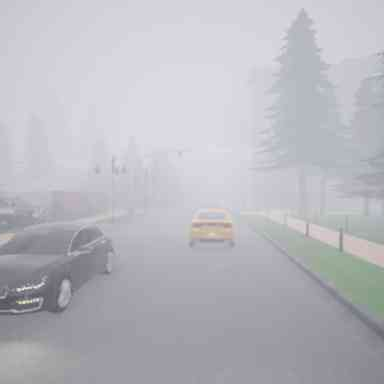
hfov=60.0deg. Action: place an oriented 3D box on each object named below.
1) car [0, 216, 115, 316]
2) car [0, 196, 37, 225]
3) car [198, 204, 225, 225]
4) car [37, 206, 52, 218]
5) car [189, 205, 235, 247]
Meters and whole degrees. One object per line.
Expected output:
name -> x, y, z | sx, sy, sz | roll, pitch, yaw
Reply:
car -> -3.226, 1.521, 7.820 | 1.837, 1.490, 4.892 | 0, 0, 3
car -> -11.454, 1.213, 19.128 | 3.866, 1.878, 1.905 | 0, 0, 3
car -> 1.465, 1.662, 25.865 | 1.895, 1.301, 4.718 | 0, 0, 2
car -> -11.709, 1.217, 21.659 | 4.605, 1.855, 1.932 | 0, 0, 3
car -> 0.913, 1.514, 15.431 | 1.882, 1.535, 5.008 | 0, 0, 3
